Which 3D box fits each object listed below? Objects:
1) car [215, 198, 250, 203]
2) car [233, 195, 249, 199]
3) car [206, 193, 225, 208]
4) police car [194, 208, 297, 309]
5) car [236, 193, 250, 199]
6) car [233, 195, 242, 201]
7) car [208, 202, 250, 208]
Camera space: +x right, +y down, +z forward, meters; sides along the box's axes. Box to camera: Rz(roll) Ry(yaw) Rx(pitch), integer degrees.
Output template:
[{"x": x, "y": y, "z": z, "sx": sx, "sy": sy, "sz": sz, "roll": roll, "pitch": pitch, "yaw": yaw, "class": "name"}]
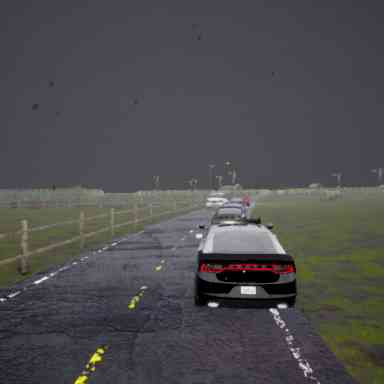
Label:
[{"x": 2.947, "y": 1.460, "z": 23.625, "sx": 1.882, "sy": 1.535, "sz": 5.008, "roll": 0, "pitch": 0, "yaw": 10, "class": "car"}, {"x": 5.658, "y": 1.438, "z": 41.184, "sx": 1.882, "sy": 1.535, "sz": 5.008, "roll": 0, "pitch": 0, "yaw": 12, "class": "car"}, {"x": 3.247, "y": 1.180, "z": 43.514, "sx": 2.150, "sy": 2.045, "sz": 5.566, "roll": 0, "pitch": 0, "yaw": 12, "class": "car"}, {"x": 1.098, "y": 1.423, "z": 8.093, "sx": 1.930, "sy": 1.638, "sz": 5.238, "roll": 0, "pitch": 0, "yaw": 4, "class": "police car"}, {"x": 7.755, "y": 1.168, "z": 51.290, "sx": 2.150, "sy": 2.045, "sz": 5.566, "roll": 0, "pitch": 0, "yaw": 12, "class": "car"}, {"x": 10.926, "y": 1.432, "z": 79.978, "sx": 1.812, "sy": 1.442, "sz": 4.674, "roll": 0, "pitch": 0, "yaw": 12, "class": "car"}, {"x": 2.050, "y": 1.494, "z": 17.784, "sx": 1.837, "sy": 1.490, "sz": 4.892, "roll": 0, "pitch": 0, "yaw": 8, "class": "car"}]
